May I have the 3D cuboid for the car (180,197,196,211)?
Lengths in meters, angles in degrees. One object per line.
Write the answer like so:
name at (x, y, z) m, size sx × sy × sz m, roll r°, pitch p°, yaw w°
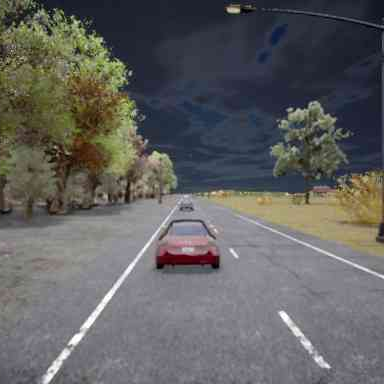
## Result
car at (-0.728, 1.777, 45.777) m, size 2.033 × 1.411 × 5.357 m, roll 0°, pitch 0°, yaw -1°

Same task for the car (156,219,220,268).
car at (-0.147, 1.631, 11.521) m, size 1.994 × 1.385 × 4.181 m, roll 0°, pitch 0°, yaw -1°
